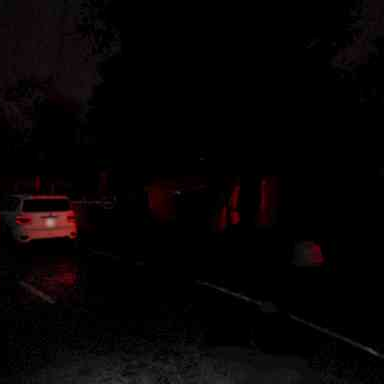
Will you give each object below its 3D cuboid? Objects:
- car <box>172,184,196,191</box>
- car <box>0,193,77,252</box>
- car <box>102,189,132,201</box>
[{"bbox_3d":[-1.443,-0.915,59.338,2.033,1.411,5.357,1,5,34],"label":"car"},{"bbox_3d":[-6.492,1.067,13.418,2.150,2.045,5.566,0,1,-39],"label":"car"},{"bbox_3d":[-10.055,0.378,44.754,1.837,1.490,4.892,1,4,27],"label":"car"}]
